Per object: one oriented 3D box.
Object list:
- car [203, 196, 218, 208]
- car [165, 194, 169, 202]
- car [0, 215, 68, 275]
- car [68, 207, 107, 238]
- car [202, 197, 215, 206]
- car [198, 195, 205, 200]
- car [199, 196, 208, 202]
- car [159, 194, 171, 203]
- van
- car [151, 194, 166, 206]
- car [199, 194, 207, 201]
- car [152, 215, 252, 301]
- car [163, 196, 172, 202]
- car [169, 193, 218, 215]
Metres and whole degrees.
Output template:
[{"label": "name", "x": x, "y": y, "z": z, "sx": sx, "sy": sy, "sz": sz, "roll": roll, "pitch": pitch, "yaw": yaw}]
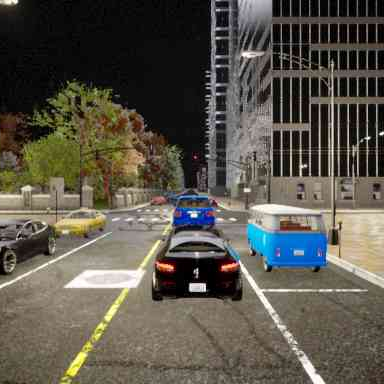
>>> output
[{"label": "car", "x": 2.678, "y": 1.416, "z": 48.587, "sx": 1.967, "sy": 1.590, "sz": 4.097, "roll": 0, "pitch": 0, "yaw": 0}, {"label": "car", "x": -5.707, "y": 1.520, "z": 59.945, "sx": 2.008, "sy": 1.369, "sz": 4.403, "roll": 0, "pitch": 0, "yaw": 0}, {"label": "car", "x": -5.772, "y": 1.562, "z": 10.458, "sx": 1.947, "sy": 1.339, "sz": 4.313, "roll": 0, "pitch": 0, "yaw": 0}, {"label": "car", "x": -5.823, "y": 1.518, "z": 17.692, "sx": 1.752, "sy": 1.417, "sz": 4.829, "roll": 0, "pitch": 0, "yaw": 0}, {"label": "car", "x": 2.675, "y": 1.539, "z": 54.268, "sx": 1.947, "sy": 1.339, "sz": 4.313, "roll": 0, "pitch": 0, "yaw": 0}, {"label": "car", "x": 2.664, "y": 1.453, "z": 94.209, "sx": 1.752, "sy": 1.417, "sz": 4.829, "roll": 0, "pitch": 0, "yaw": 0}, {"label": "car", "x": 2.668, "y": 1.521, "z": 76.992, "sx": 1.947, "sy": 1.339, "sz": 4.313, "roll": 0, "pitch": 0, "yaw": 0}, {"label": "car", "x": -5.710, "y": 1.277, "z": 71.312, "sx": 2.192, "sy": 1.841, "sz": 5.009, "roll": 0, "pitch": 0, "yaw": 0}, {"label": "van", "x": 2.772, "y": 1.337, "z": 10.462, "sx": 1.690, "sy": 1.788, "sz": 3.998, "roll": 0, "pitch": 0, "yaw": 0}, {"label": "car", "x": -5.705, "y": 1.517, "z": 54.263, "sx": 1.887, "sy": 1.381, "sz": 4.507, "roll": 0, "pitch": 0, "yaw": 0}, {"label": "car", "x": 2.667, "y": 1.388, "z": 82.673, "sx": 1.967, "sy": 1.590, "sz": 4.097, "roll": 0, "pitch": 0, "yaw": 0}, {"label": "car", "x": 0.100, "y": 1.523, "z": 8.186, "sx": 1.812, "sy": 1.442, "sz": 4.674, "roll": 0, "pitch": 0, "yaw": 0}, {"label": "car", "x": -5.713, "y": 1.538, "z": 76.994, "sx": 1.802, "sy": 1.307, "sz": 4.206, "roll": 0, "pitch": 0, "yaw": 0}, {"label": "car", "x": 0.095, "y": 1.214, "z": 18.536, "sx": 2.150, "sy": 2.045, "sz": 5.566, "roll": 0, "pitch": 0, "yaw": 0}]
